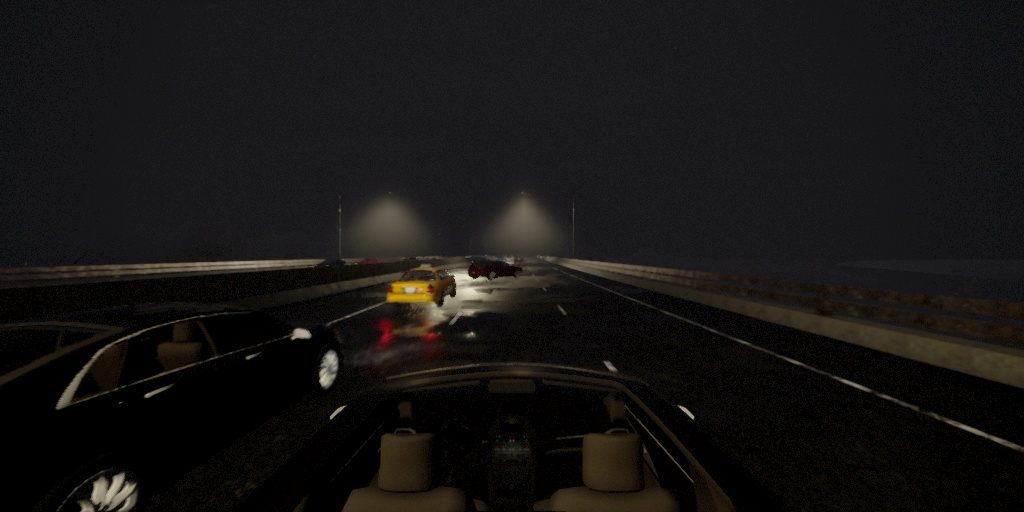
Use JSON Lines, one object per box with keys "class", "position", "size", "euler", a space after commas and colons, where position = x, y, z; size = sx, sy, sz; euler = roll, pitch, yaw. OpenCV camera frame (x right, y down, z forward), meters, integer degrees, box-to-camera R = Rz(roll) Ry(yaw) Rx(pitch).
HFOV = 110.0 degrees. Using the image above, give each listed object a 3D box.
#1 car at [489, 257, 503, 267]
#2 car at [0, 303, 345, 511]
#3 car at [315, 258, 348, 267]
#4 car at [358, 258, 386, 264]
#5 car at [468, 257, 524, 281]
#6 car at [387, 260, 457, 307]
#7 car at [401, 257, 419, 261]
{"class": "car", "position": [-2.601, 0.888, 58.469], "size": [1.882, 1.535, 5.008], "euler": [0, 0, 2]}
{"class": "car", "position": [-3.504, 1.237, 3.640], "size": [1.837, 1.490, 4.892], "euler": [0, 0, 0]}
{"class": "car", "position": [-20.639, 0.999, 41.224], "size": [1.812, 1.442, 4.674], "euler": [0, 0, 2]}
{"class": "car", "position": [-17.074, 0.942, 43.772], "size": [1.882, 1.535, 5.008], "euler": [0, 0, 2]}
{"class": "car", "position": [-1.220, 1.054, 28.163], "size": [1.882, 1.535, 5.008], "euler": [0, 0, 40]}
{"class": "car", "position": [-3.461, 1.114, 14.796], "size": [1.801, 1.575, 5.366], "euler": [0, 0, 0]}
{"class": "car", "position": [-13.476, 0.953, 47.588], "size": [1.837, 1.490, 4.892], "euler": [0, 0, 2]}
